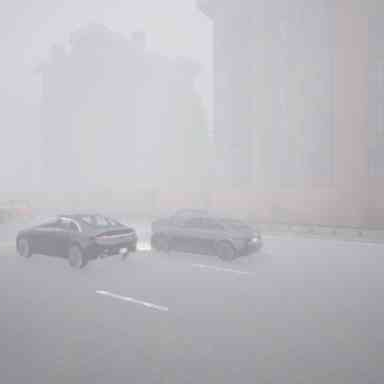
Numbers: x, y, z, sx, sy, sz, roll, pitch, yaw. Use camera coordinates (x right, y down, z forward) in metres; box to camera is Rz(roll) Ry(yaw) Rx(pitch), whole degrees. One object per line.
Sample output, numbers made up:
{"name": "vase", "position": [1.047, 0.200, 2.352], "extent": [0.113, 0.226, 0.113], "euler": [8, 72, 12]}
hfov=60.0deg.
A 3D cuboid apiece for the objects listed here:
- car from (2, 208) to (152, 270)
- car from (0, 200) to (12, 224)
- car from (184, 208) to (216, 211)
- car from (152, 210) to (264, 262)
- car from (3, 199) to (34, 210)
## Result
{"name": "car", "position": [-3.965, 1.491, 11.116], "extent": [4.902, 1.511, 2.128], "euler": [0, 0, 35]}
{"name": "car", "position": [-14.855, 1.506, 23.180], "extent": [4.892, 1.490, 1.837], "euler": [0, 0, 35]}
{"name": "car", "position": [0.042, 1.526, 16.856], "extent": [4.674, 1.442, 1.812], "euler": [0, 0, 35]}
{"name": "car", "position": [0.485, 1.564, 12.243], "extent": [4.181, 1.385, 1.994], "euler": [0, 0, 35]}
{"name": "car", "position": [-15.101, 1.351, 27.653], "extent": [4.553, 1.767, 2.097], "euler": [0, 0, 35]}
